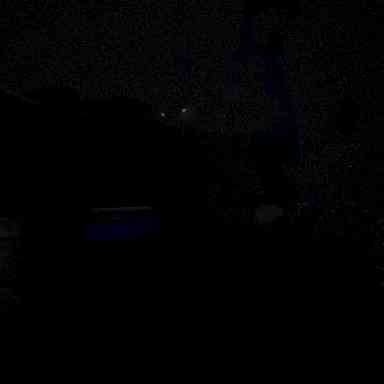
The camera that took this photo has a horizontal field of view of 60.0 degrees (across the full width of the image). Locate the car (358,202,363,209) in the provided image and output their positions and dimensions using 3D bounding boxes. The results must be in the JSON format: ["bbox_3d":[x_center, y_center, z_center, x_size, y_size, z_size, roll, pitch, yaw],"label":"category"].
[{"bbox_3d":[31.331,2.686,64.740,1.887,1.381,4.507,1,-1,36],"label":"car"}]

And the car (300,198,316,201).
[{"bbox_3d":[17.786,2.003,50.323,2.150,2.045,5.566,2,0,36],"label":"car"}]

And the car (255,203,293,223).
[{"bbox_3d":[7.585,2.069,31.374,1.812,1.442,4.674,2,0,36],"label":"car"}]

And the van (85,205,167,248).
[{"bbox_3d":[-3.293,1.631,16.397,1.690,1.788,3.998,1,0,36],"label":"van"}]

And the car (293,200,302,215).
[{"bbox_3d":[11.828,2.139,41.941,1.837,1.490,4.892,2,0,36],"label":"car"}]

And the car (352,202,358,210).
[{"bbox_3d":[28.183,2.608,60.344,2.008,1.369,4.403,1,-1,36],"label":"car"}]

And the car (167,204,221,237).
[{"bbox_3d":[-0.145,1.676,20.792,2.192,1.841,5.009,1,0,36],"label":"car"}]

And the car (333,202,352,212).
[{"bbox_3d":[25.035,2.540,55.950,1.947,1.339,4.313,1,-1,36],"label":"car"}]

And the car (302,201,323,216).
[{"bbox_3d":[15.592,2.280,42.765,1.887,1.381,4.507,1,0,36],"label":"car"}]

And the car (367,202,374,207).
[{"bbox_3d":[43.922,3.035,82.319,1.887,1.381,4.507,0,-1,36],"label":"car"}]

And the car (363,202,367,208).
[{"bbox_3d":[34.478,2.778,69.134,2.008,1.369,4.403,0,-1,36],"label":"car"}]
